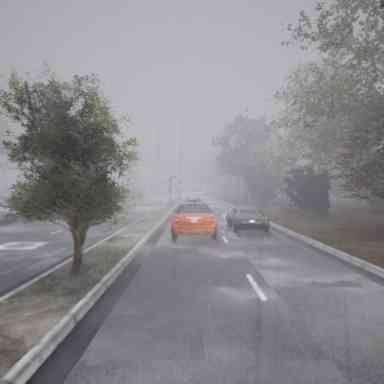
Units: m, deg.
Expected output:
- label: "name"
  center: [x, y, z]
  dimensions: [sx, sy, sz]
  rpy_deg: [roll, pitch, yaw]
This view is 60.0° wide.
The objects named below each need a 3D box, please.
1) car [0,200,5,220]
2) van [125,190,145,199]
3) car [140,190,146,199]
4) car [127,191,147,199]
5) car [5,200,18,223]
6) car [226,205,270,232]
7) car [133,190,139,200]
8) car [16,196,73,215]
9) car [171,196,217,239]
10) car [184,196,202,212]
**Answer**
- label: "car"
  center: [-13.859, 1.242, 19.391]
  dimensions: [4.553, 1.767, 2.185]
  rpy_deg: [-1, 0, -20]
- label: "van"
  center: [-13.622, 0.588, 79.485]
  dimensions: [4.442, 1.987, 1.878]
  rpy_deg: [-1, 0, -19]
- label: "car"
  center: [-13.808, 0.599, 73.412]
  dimensions: [5.566, 2.045, 2.435]
  rpy_deg: [-1, 1, -20]
- label: "car"
  center: [-13.648, 0.673, 82.463]
  dimensions: [4.553, 1.767, 2.185]
  rpy_deg: [-1, 1, -19]
- label: "car"
  center: [-13.828, 1.372, 22.403]
  dimensions: [4.674, 1.452, 2.002]
  rpy_deg: [-1, 0, -20]
- label: "car"
  center: [3.097, 1.445, 19.117]
  dimensions: [1.994, 1.385, 4.181]
  rpy_deg: [0, 1, 0]
- label: "car"
  center: [-13.835, 0.650, 64.399]
  dimensions: [5.566, 2.045, 2.435]
  rpy_deg: [-1, 1, -20]
- label: "car"
  center: [-13.796, 1.239, 31.420]
  dimensions: [4.792, 1.488, 2.163]
  rpy_deg: [-1, 1, -20]
- label: "car"
  center: [0.097, 1.258, 16.789]
  dimensions: [2.097, 1.767, 4.553]
  rpy_deg: [0, 1, 0]
- label: "car"
  center: [0.094, 1.176, 35.117]
  dimensions: [1.837, 1.490, 4.892]
  rpy_deg: [0, 1, 0]
